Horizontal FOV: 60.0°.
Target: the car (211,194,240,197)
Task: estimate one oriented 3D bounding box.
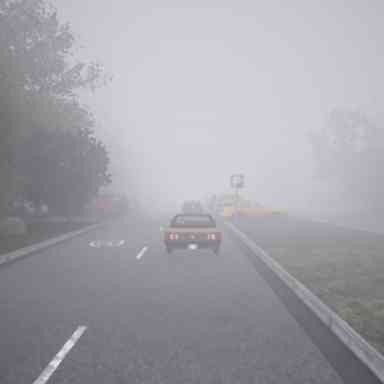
[{"bbox_3d":[4.516,1.375,34.187,4.553,1.767,2.185,0,-1,0],"label":"car"}]

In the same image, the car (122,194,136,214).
[{"bbox_3d":[-8.561,1.204,31.638,5.566,2.045,2.435,0,-1,0],"label":"car"}]

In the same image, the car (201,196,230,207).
[{"bbox_3d":[4.526,1.872,64.701,5.566,2.045,2.435,0,-2,0],"label":"car"}]

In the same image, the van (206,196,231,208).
[{"bbox_3d":[4.670,1.772,59.165,4.442,1.987,1.878,0,-1,0],"label":"van"}]

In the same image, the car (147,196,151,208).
[{"bbox_3d":[-8.525,1.721,45.353,5.008,1.535,2.097,0,-1,0],"label":"car"}]

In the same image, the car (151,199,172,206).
[{"bbox_3d":[-8.491,2.876,92.539,5.566,2.045,2.435,0,-2,0],"label":"car"}]

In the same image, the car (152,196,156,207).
[{"bbox_3d":[-8.522,1.836,51.018,4.892,1.521,2.231,0,-1,0],"label":"car"}]

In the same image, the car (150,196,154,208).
[{"bbox_3d":[-8.524,1.779,48.248,5.008,1.535,2.097,0,-1,0],"label":"car"}]

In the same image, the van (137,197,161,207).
[{"bbox_3d":[-8.409,1.898,64.720,4.442,1.987,1.878,0,-2,0],"label":"van"}]

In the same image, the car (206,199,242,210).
[{"bbox_3d":[4.545,1.775,48.058,5.008,1.535,2.097,0,-1,0],"label":"car"}]

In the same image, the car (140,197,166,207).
[{"bbox_3d":[-8.495,2.172,73.035,5.566,2.045,2.435,0,-2,0],"label":"car"}]

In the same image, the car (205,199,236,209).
[{"bbox_3d":[4.582,1.916,53.608,4.792,1.488,2.163,0,-1,0],"label":"car"}]

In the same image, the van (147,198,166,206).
[{"bbox_3d":[-8.638,2.497,81.338,4.442,1.987,1.878,0,-2,0],"label":"van"}]

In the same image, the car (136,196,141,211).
[{"bbox_3d":[-8.347,1.501,34.402,5.366,1.575,1.946,0,-1,0],"label":"car"}]

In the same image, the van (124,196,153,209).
[{"bbox_3d":[-8.645,1.664,53.792,4.442,1.987,1.878,0,-1,0],"label":"van"}]

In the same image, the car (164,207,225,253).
[{"bbox_3d":[0.045,1.464,12.917,1.895,1.301,4.718,0,0,1],"label":"car"}]

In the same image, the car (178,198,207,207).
[{"bbox_3d":[0.053,1.440,28.635,1.837,1.490,4.892,0,0,0],"label":"car"}]

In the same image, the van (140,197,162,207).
[{"bbox_3d":[-8.641,2.098,70.265,4.442,1.987,1.878,0,-2,0],"label":"van"}]

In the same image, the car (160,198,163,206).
[{"bbox_3d":[-8.531,2.056,62.095,5.008,1.535,2.097,0,-1,0],"label":"car"}]

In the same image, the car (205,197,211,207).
[{"bbox_3d":[4.577,1.302,36.961,5.566,2.045,2.435,0,-1,0],"label":"car"}]

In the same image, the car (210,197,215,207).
[{"bbox_3d":[4.540,1.453,31.408,5.008,1.535,2.097,0,-1,0],"label":"car"}]

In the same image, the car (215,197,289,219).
[{"bbox_3d":[4.731,1.378,25.868,5.366,1.575,1.946,0,-1,0],"label":"car"}]

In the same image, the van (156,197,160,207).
[{"bbox_3d":[-8.410,1.775,59.330,4.442,1.987,1.878,0,-1,0],"label":"van"}]

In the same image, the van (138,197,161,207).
[{"bbox_3d":[-8.641,2.003,67.622,4.442,1.987,1.878,0,-2,0],"label":"van"}]

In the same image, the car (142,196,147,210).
[{"bbox_3d":[-8.499,1.543,42.710,4.553,1.767,2.185,0,-1,0],"label":"car"}]

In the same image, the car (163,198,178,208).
[{"bbox_3d":[-3.539,1.876,59.547,2.097,1.767,4.553,0,-1,1],"label":"car"}]

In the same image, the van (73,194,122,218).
[{"bbox_3d":[-8.651,1.188,28.746,4.442,1.987,1.878,0,-1,0],"label":"van"}]

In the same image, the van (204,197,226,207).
[{"bbox_3d":[4.672,1.997,67.474,4.442,1.987,1.878,0,-2,0],"label":"van"}]

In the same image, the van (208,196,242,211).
[{"bbox_3d":[4.433,1.494,45.287,4.442,1.987,1.878,0,-1,0],"label":"van"}]
